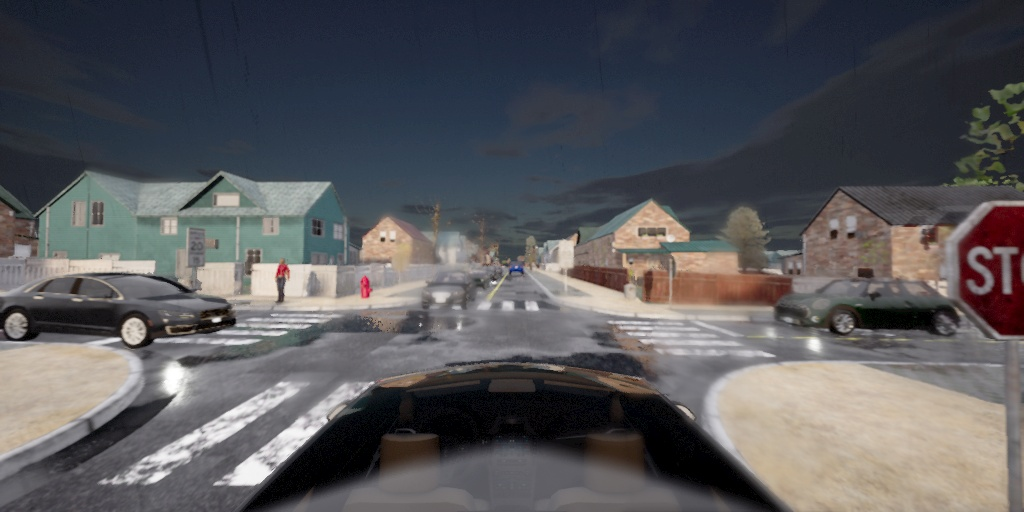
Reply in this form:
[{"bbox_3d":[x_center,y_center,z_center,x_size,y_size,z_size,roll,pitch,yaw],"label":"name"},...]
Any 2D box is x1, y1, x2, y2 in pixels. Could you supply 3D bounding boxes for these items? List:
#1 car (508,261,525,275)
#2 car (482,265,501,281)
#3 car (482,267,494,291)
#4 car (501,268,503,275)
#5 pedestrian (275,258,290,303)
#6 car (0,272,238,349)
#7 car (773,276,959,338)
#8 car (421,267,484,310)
[{"bbox_3d":[0.657,1.729,53.088,2.150,2.045,5.566,0,-1,1],"label":"car"},{"bbox_3d":[-2.461,1.760,36.869,1.837,1.490,4.892,0,-1,1],"label":"car"},{"bbox_3d":[-2.582,1.681,25.324,1.895,1.301,4.718,0,-1,1],"label":"car"},{"bbox_3d":[-2.296,1.947,49.505,2.128,1.511,4.902,0,-1,1],"label":"car"},{"bbox_3d":[-9.475,0.964,14.720,0.375,1.860,0.375,0,-3,1],"label":"pedestrian"},{"bbox_3d":[-9.082,1.156,8.395,4.892,1.490,1.837,1,-2,6],"label":"car"},{"bbox_3d":[11.130,1.509,11.547,4.553,1.767,2.097,1,-2,0],"label":"car"},{"bbox_3d":[-2.670,1.440,16.042,2.128,1.511,4.902,0,-1,1],"label":"car"}]
